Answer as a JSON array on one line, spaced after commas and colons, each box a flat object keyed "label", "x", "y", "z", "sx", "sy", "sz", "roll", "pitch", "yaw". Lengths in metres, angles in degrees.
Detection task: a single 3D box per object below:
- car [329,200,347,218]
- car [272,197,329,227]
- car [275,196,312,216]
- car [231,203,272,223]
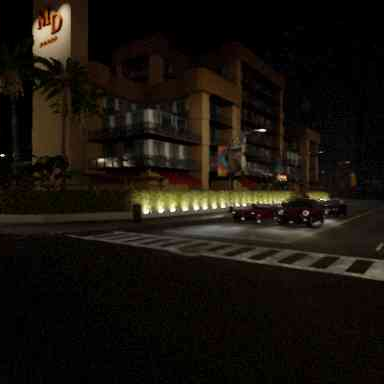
[{"label": "car", "x": 12.753, "y": 1.446, "z": 30.158, "sx": 2.128, "sy": 1.511, "sz": 4.902, "roll": 0, "pitch": 0, "yaw": 35}, {"label": "car", "x": 7.499, "y": 1.308, "z": 22.680, "sx": 2.097, "sy": 1.767, "sz": 4.553, "roll": 0, "pitch": 0, "yaw": 35}, {"label": "car", "x": 9.918, "y": 1.285, "z": 32.208, "sx": 2.097, "sy": 1.767, "sz": 4.553, "roll": 0, "pitch": 0, "yaw": 35}, {"label": "car", "x": 4.793, "y": 1.535, "z": 24.926, "sx": 1.895, "sy": 1.301, "sz": 4.718, "roll": 0, "pitch": 0, "yaw": 35}]
